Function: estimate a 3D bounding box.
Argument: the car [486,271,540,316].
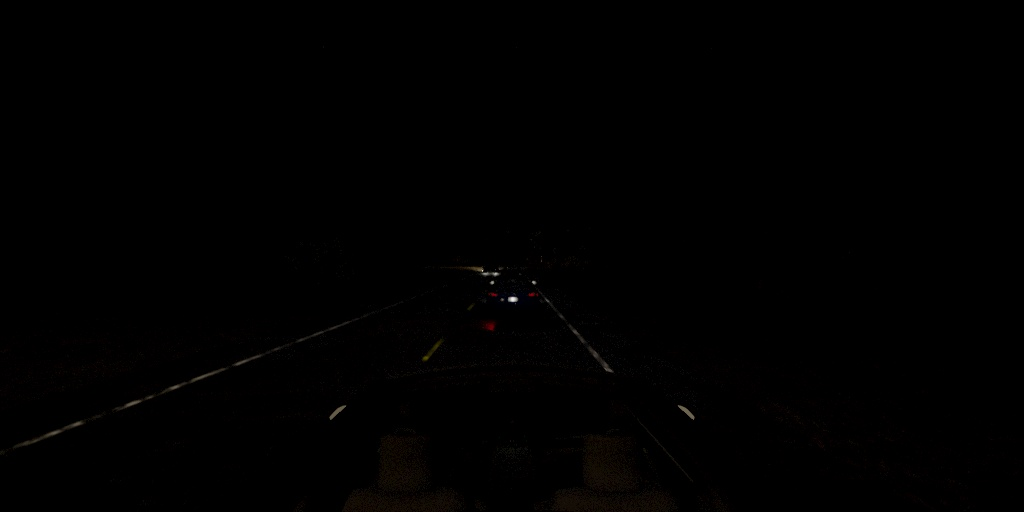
[{"bbox_3d":[0.052,1.480,14.316,1.994,1.385,4.181,0,-1,1],"label":"car"}]

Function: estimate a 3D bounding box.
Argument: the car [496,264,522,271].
[{"bbox_3d":[0.053,1.604,29.101,2.128,1.511,4.902,0,-1,1],"label":"car"}]

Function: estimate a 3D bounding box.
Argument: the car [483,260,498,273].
[{"bbox_3d":[-3.526,1.754,60.358,2.150,2.045,5.566,0,-1,1],"label":"car"}]
